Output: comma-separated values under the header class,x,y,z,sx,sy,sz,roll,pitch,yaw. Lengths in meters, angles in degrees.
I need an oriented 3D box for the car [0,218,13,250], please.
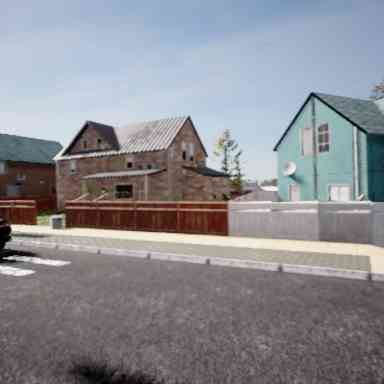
class,x,y,z,sx,sy,sz,roll,pitch,yaw
car,-8.537,1.367,11.914,4.902,1.511,2.128,-1,1,29
